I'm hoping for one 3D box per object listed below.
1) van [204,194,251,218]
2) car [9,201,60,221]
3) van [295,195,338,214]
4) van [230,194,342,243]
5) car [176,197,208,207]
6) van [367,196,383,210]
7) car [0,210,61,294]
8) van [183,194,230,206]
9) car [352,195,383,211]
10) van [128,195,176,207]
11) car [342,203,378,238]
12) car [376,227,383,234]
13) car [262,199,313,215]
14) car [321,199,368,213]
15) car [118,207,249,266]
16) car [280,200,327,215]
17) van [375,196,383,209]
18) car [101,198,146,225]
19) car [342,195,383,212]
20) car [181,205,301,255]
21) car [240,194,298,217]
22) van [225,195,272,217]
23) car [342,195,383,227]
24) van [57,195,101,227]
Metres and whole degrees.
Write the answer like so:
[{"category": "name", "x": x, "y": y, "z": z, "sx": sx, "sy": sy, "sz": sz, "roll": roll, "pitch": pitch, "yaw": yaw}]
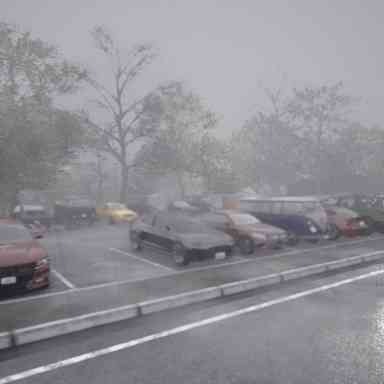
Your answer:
[{"category": "van", "x": 3.196, "y": 1.233, "z": 30.719, "sx": 1.878, "sy": 1.987, "sz": 4.442, "roll": 1, "pitch": 0, "yaw": -35}, {"category": "car", "x": -10.258, "y": 1.471, "z": 20.989, "sx": 2.231, "sy": 1.521, "sz": 4.892, "roll": 0, "pitch": 0, "yaw": -35}, {"category": "van", "x": 14.376, "y": 1.393, "z": 38.681, "sx": 1.878, "sy": 1.987, "sz": 4.442, "roll": 1, "pitch": 0, "yaw": -35}, {"category": "van", "x": 4.030, "y": 1.208, "z": 14.970, "sx": 1.878, "sy": 1.987, "sz": 4.442, "roll": 0, "pitch": 0, "yaw": -35}, {"category": "car", "x": -1.239, "y": 1.421, "z": 27.425, "sx": 2.097, "sy": 1.535, "sz": 5.008, "roll": 0, "pitch": 0, "yaw": -35}, {"category": "van", "x": 28.152, "y": 1.588, "z": 48.204, "sx": 1.878, "sy": 1.987, "sz": 4.442, "roll": 1, "pitch": 0, "yaw": -35}, {"category": "car", "x": -5.086, "y": 1.483, "z": 8.629, "sx": 2.097, "sy": 1.535, "sz": 5.008, "roll": 0, "pitch": 0, "yaw": -35}, {"category": "van", "x": 0.966, "y": 1.199, "z": 28.846, "sx": 1.878, "sy": 1.987, "sz": 4.442, "roll": 0, "pitch": 0, "yaw": -35}, {"category": "car", "x": 25.845, "y": 1.531, "z": 46.670, "sx": 2.435, "sy": 2.045, "sz": 5.566, "roll": 1, "pitch": 0, "yaw": -35}, {"category": "van", "x": -3.425, "y": 1.208, "z": 25.718, "sx": 1.878, "sy": 1.987, "sz": 4.442, "roll": 0, "pitch": 0, "yaw": -35}, {"category": "car", "x": 6.212, "y": 1.451, "z": 16.703, "sx": 2.163, "sy": 1.488, "sz": 4.792, "roll": 0, "pitch": 0, "yaw": -35}, {"category": "car", "x": 6.983, "y": 1.585, "z": 8.664, "sx": 4.718, "sy": 1.301, "sz": 1.895, "roll": 0, "pitch": 0, "yaw": -35}, {"category": "car", "x": 10.034, "y": 1.556, "z": 35.439, "sx": 2.097, "sy": 1.535, "sz": 5.008, "roll": 1, "pitch": 0, "yaw": -35}, {"category": "car", "x": 19.059, "y": 1.685, "z": 41.866, "sx": 2.097, "sy": 1.535, "sz": 5.008, "roll": 1, "pitch": 0, "yaw": -35}, {"category": "car", "x": -0.544, "y": 1.488, "z": 11.820, "sx": 2.163, "sy": 1.488, "sz": 4.792, "roll": 0, "pitch": 0, "yaw": -35}, {"category": "car", "x": 12.288, "y": 1.628, "z": 37.048, "sx": 2.002, "sy": 1.452, "sz": 4.674, "roll": 1, "pitch": 0, "yaw": -35}, {"category": "van", "x": 30.273, "y": 1.621, "z": 50.001, "sx": 1.878, "sy": 1.987, "sz": 4.442, "roll": 1, "pitch": 0, "yaw": -35}, {"category": "car", "x": -5.640, "y": 1.443, "z": 24.058, "sx": 1.946, "sy": 1.575, "sz": 5.366, "roll": 0, "pitch": 0, "yaw": -35}, {"category": "car", "x": 23.588, "y": 1.498, "z": 45.063, "sx": 2.435, "sy": 2.045, "sz": 5.566, "roll": 1, "pitch": 0, "yaw": -35}, {"category": "car", "x": 1.700, "y": 1.486, "z": 13.457, "sx": 2.002, "sy": 1.452, "sz": 4.674, "roll": 0, "pitch": 0, "yaw": -35}, {"category": "car", "x": 7.691, "y": 1.271, "z": 33.743, "sx": 2.435, "sy": 2.045, "sz": 5.566, "roll": 1, "pitch": 0, "yaw": -35}, {"category": "van", "x": 5.350, "y": 1.264, "z": 32.254, "sx": 1.878, "sy": 1.987, "sz": 4.442, "roll": 1, "pitch": 0, "yaw": -35}, {"category": "car", "x": 8.455, "y": 1.173, "z": 18.299, "sx": 2.435, "sy": 2.045, "sz": 5.566, "roll": 1, "pitch": 0, "yaw": -35}, {"category": "van", "x": -8.073, "y": 1.232, "z": 22.695, "sx": 1.878, "sy": 1.987, "sz": 4.442, "roll": 0, "pitch": 0, "yaw": -35}]
